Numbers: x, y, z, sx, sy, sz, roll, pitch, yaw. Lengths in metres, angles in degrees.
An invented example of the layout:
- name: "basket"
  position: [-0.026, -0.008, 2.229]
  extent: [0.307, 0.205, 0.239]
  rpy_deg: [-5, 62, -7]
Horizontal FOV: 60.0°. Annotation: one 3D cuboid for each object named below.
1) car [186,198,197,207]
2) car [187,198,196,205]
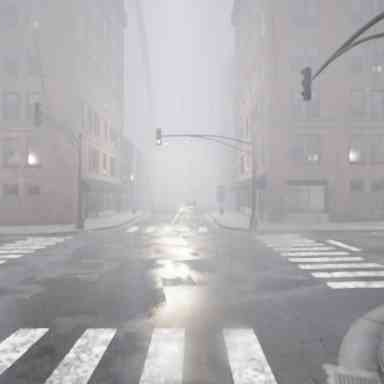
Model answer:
- name: "car"
  position: [-0.126, 1.956, 59.022]
  extent: [2.033, 1.411, 5.357]
  rpy_deg: [0, 0, 0]
- name: "car"
  position: [-0.148, 1.920, 69.476]
  extent: [1.895, 1.301, 4.718]
  rpy_deg: [0, 0, 0]
